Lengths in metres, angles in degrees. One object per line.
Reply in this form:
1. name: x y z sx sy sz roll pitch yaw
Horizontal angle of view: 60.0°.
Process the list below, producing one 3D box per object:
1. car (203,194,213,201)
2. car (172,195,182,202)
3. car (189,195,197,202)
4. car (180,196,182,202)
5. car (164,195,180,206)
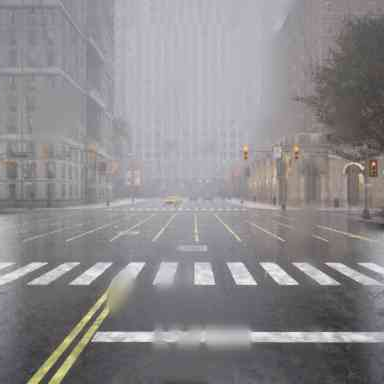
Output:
1. car: 3.736 1.280 78.489 2.097 1.767 4.553 0 0 1
2. car: -3.303 1.478 75.044 1.882 1.535 5.008 0 0 1
3. car: 0.236 1.449 78.556 2.128 1.511 4.902 0 0 1
4. car: -3.464 1.478 64.819 1.882 1.535 5.008 0 0 1
5. car: -3.546 1.478 55.510 1.882 1.535 5.008 0 0 0
